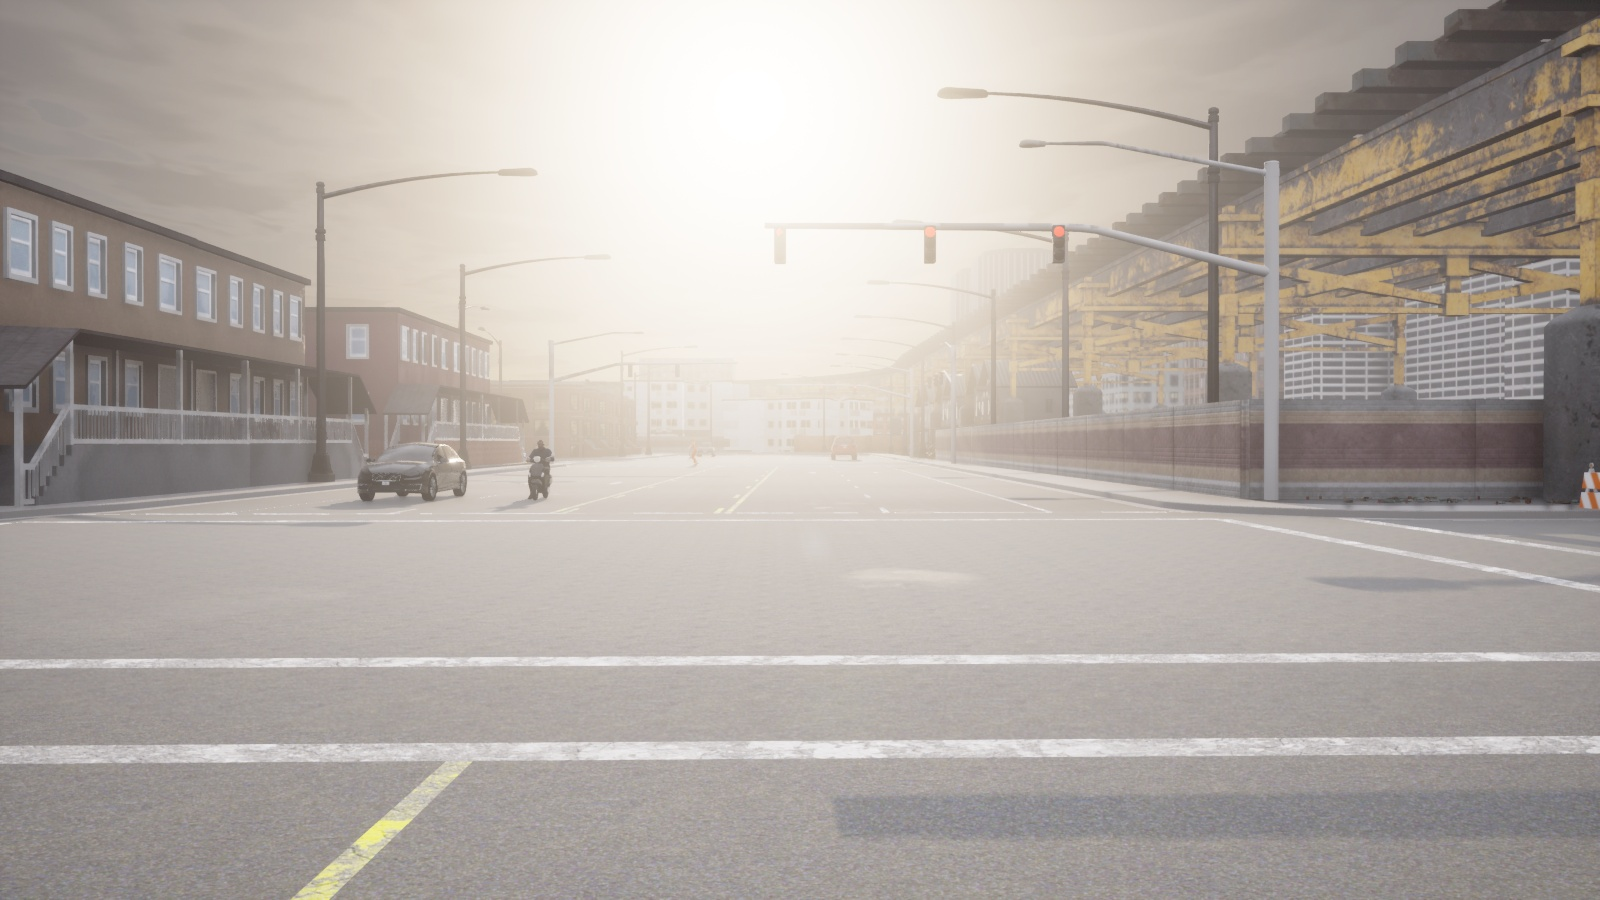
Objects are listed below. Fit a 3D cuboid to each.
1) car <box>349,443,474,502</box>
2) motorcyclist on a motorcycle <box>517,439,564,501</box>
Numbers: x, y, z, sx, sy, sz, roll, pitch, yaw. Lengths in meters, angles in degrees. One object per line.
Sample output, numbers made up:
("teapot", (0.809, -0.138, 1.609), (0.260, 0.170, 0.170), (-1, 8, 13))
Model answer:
("car", (-10.382, 0.552, 33.928), (1.837, 1.490, 4.892), (0, 0, 0))
("motorcyclist on a motorcycle", (-6.884, 0.506, 33.335), (0.866, 1.590, 1.817), (0, 0, 0))
